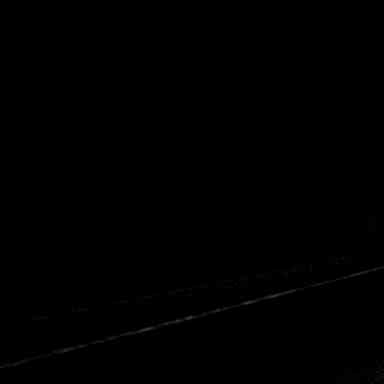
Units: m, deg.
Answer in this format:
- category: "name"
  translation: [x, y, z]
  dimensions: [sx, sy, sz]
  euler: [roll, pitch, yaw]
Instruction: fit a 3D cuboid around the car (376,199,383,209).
- category: "car"
  translation: [27.080, 1.660, 45.329]
  dimensions: [2.128, 1.511, 4.902]
  euler: [1, 0, -1]
